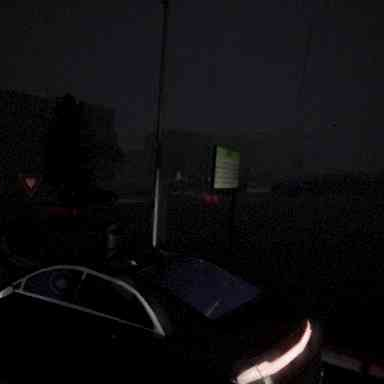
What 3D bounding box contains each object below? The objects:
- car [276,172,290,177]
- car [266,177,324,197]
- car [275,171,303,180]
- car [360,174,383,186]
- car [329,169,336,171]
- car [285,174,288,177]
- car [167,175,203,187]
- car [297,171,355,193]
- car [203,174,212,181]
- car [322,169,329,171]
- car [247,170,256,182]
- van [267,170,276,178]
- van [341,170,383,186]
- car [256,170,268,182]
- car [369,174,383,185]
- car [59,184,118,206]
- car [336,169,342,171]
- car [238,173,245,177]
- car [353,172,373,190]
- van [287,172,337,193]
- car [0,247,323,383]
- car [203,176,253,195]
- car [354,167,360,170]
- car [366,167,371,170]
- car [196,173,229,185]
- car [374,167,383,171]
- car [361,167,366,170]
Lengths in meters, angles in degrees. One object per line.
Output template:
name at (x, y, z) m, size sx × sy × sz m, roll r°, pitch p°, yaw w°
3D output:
car at (14.450, -2.855, 60.340) m, size 5.366 × 1.575 × 1.946 m, roll 2°, pitch 5°, yaw 30°
car at (10.885, -0.415, 35.272) m, size 5.008 × 1.535 × 2.097 m, roll 4°, pitch 7°, yaw 31°
car at (18.783, -3.204, 64.209) m, size 4.792 × 1.488 × 2.163 m, roll 2°, pitch 5°, yaw 30°
car at (27.268, -1.728, 48.363) m, size 4.892 × 1.521 × 2.231 m, roll 4°, pitch 7°, yaw 31°
car at (27.717, -3.986, 71.773) m, size 5.008 × 1.535 × 2.097 m, roll 2°, pitch 6°, yaw 30°
car at (15.123, -1.268, 44.287) m, size 1.812 × 1.442 × 4.674 m, roll -4°, pitch 7°, yaw -34°
car at (-1.372, -1.488, 47.070) m, size 4.674 × 1.452 × 2.002 m, roll 2°, pitch 5°, yaw 29°
car at (15.540, -1.040, 38.985) m, size 5.566 × 2.045 × 2.435 m, roll 4°, pitch 7°, yaw 31°
car at (0.891, -1.688, 48.971) m, size 4.792 × 1.488 × 2.163 m, roll 2°, pitch 5°, yaw 29°
car at (25.476, -3.797, 69.883) m, size 4.892 × 1.521 × 2.231 m, roll 2°, pitch 6°, yaw 30°
car at (7.601, -2.413, 54.690) m, size 4.553 × 1.767 × 2.185 m, roll 2°, pitch 6°, yaw 29°
van at (11.948, -2.897, 58.572) m, size 4.442 × 1.987 × 1.878 m, roll 2°, pitch 6°, yaw 29°
van at (22.693, -1.570, 44.529) m, size 4.442 × 1.987 × 1.878 m, roll 4°, pitch 7°, yaw 31°
car at (9.814, -2.480, 56.636) m, size 5.008 × 1.535 × 2.097 m, roll 2°, pitch 5°, yaw 29°
car at (29.618, -1.889, 50.254) m, size 4.792 × 1.488 × 2.163 m, roll 4°, pitch 7°, yaw 30°
car at (-8.144, 0.078, 26.568) m, size 2.097 × 1.767 × 4.553 m, roll 5°, pitch 5°, yaw 37°
car at (29.979, -4.295, 73.632) m, size 4.553 × 1.767 × 2.185 m, roll 2°, pitch 6°, yaw 30°
car at (5.313, -2.070, 52.822) m, size 4.792 × 1.488 × 2.163 m, roll 2°, pitch 6°, yaw 29°
car at (20.224, -1.291, 42.742) m, size 4.553 × 1.767 × 2.185 m, roll 4°, pitch 7°, yaw 31°
van at (13.329, -0.820, 37.053) m, size 4.442 × 1.987 × 1.878 m, roll 4°, pitch 7°, yaw 31°
car at (-1.001, 1.463, 4.134) m, size 4.902 × 1.511 × 2.128 m, roll 1°, pitch 1°, yaw 36°
car at (4.089, -0.585, 37.230) m, size 4.902 × 1.511 × 2.128 m, roll -5°, pitch 7°, yaw -39°
car at (36.696, -4.698, 79.300) m, size 5.008 × 1.535 × 2.097 m, roll 2°, pitch 6°, yaw 30°
car at (41.029, -5.029, 83.153) m, size 5.366 × 1.575 × 1.946 m, roll 2°, pitch 5°, yaw 30°
car at (3.125, -2.032, 50.866) m, size 4.553 × 1.767 × 2.185 m, roll 2°, pitch 6°, yaw 29°
car at (31.950, -2.359, 52.128) m, size 5.566 × 2.045 × 2.435 m, roll 4°, pitch 7°, yaw 30°
car at (38.934, -4.861, 81.187) m, size 5.008 × 1.535 × 2.097 m, roll 2°, pitch 5°, yaw 30°
